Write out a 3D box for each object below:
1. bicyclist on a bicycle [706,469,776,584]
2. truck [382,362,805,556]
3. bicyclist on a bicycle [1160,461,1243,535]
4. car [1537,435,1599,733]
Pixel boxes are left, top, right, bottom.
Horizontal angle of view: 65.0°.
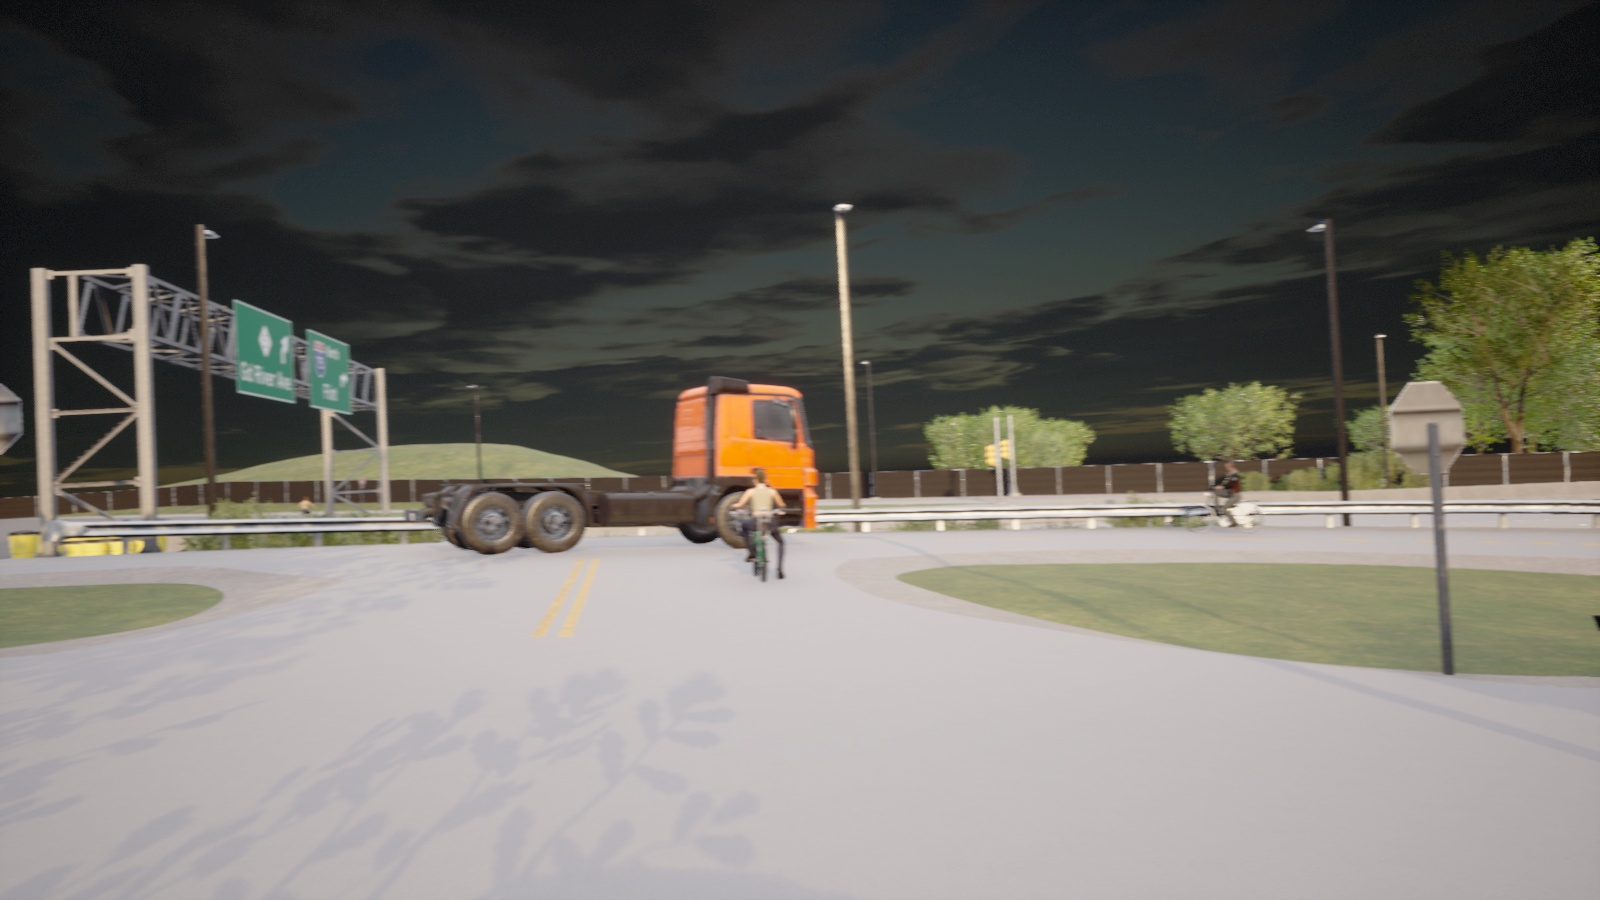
[{"bbox_3d":[-0.882,1.080,18.401,0.866,1.612,1.509,0,-1,-9],"label":"bicyclist on a bicycle"},{"bbox_3d":[-4.105,0.242,25.367,7.936,3.462,2.891,1,-2,-25],"label":"truck"},{"bbox_3d":[9.811,1.164,30.767,1.843,1.776,0.659,0,0,7],"label":"bicyclist on a bicycle"},{"bbox_3d":[7.014,0.886,7.729,3.866,1.878,1.905,2,-1,-5],"label":"car"}]
